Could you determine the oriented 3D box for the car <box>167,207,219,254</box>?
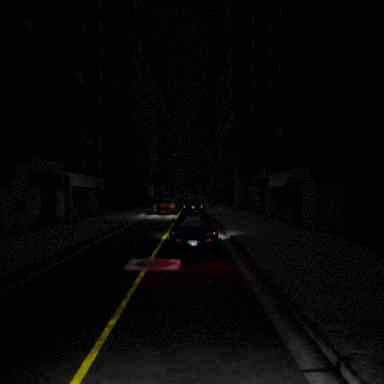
[{"bbox_3d":[0.088,1.540,13.547,1.812,1.442,4.674,0,0,1],"label":"car"}]

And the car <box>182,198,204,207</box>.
[{"bbox_3d":[0.089,1.387,31.823,2.097,1.767,4.553,0,0,0],"label":"car"}]

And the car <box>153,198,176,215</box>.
[{"bbox_3d":[-2.850,1.390,34.861,2.097,1.767,4.553,0,0,0],"label":"car"}]
